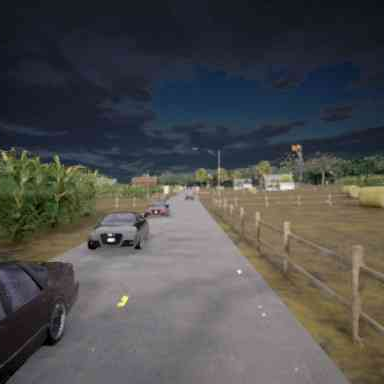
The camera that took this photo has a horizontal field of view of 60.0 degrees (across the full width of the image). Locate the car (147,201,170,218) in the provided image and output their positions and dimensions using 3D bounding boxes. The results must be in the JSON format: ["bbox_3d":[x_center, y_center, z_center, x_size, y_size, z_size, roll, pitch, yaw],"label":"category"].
[{"bbox_3d":[-2.952,1.461,29.167,1.994,1.385,4.181,0,0,0],"label":"car"}]

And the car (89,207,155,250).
[{"bbox_3d":[-2.929,1.543,14.051,1.994,1.385,4.181,0,0,0],"label":"car"}]

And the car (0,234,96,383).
[{"bbox_3d":[-2.865,1.553,3.620,2.033,1.411,5.357,0,0,-1],"label":"car"}]

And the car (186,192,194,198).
[{"bbox_3d":[-0.524,0.674,78.936,1.882,1.535,5.008,0,1,0],"label":"car"}]

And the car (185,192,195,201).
[{"bbox_3d":[-0.455,1.012,68.854,1.812,1.442,4.674,0,1,0],"label":"car"}]
